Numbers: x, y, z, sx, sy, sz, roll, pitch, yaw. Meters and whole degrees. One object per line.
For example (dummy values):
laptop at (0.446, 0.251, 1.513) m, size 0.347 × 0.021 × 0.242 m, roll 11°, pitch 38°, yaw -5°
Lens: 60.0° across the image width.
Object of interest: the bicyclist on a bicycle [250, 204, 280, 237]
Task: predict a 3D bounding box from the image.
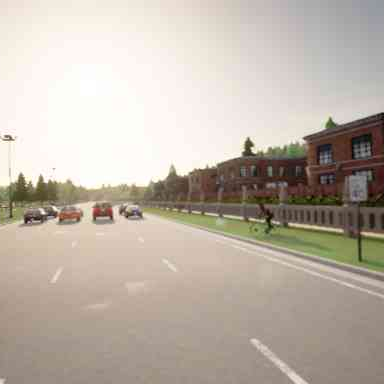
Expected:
bicyclist on a bicycle at (3.621, 1.419, 16.559) m, size 1.656 × 1.620 × 0.582 m, roll -1°, pitch -1°, yaw -16°

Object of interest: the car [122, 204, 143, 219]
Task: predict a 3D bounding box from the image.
car at (-6.958, 2.338, 39.534) m, size 1.812 × 1.442 × 4.674 m, roll -2°, pitch -1°, yaw -15°

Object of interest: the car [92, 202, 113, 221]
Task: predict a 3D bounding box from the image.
car at (-10.204, 2.124, 38.115) m, size 2.150 × 2.045 × 5.566 m, roll -2°, pitch -1°, yaw -16°

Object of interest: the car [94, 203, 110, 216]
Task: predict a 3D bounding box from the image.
car at (-13.110, 2.499, 48.180) m, size 2.097 × 1.767 × 4.553 m, roll -2°, pitch -1°, yaw -16°

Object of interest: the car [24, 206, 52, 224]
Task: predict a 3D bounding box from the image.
car at (-16.948, 2.610, 36.279) m, size 1.837 × 1.490 × 4.892 m, roll -2°, pitch -1°, yaw -15°

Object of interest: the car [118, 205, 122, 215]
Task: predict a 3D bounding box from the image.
car at (-9.748, 2.552, 49.164) m, size 1.837 × 1.490 × 4.892 m, roll -2°, pitch -1°, yaw -16°

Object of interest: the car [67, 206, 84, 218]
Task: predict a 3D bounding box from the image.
car at (-16.526, 2.817, 47.429) m, size 1.994 × 1.385 × 4.181 m, roll -2°, pitch -1°, yaw -16°

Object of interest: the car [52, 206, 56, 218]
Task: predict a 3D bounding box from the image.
car at (-19.839, 2.701, 46.264) m, size 2.097 × 1.767 × 4.553 m, roll -2°, pitch -1°, yaw -16°

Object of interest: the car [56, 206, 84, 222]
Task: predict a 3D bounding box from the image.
car at (-13.637, 2.361, 37.423) m, size 2.097 × 1.767 × 4.553 m, roll -2°, pitch -1°, yaw -15°
